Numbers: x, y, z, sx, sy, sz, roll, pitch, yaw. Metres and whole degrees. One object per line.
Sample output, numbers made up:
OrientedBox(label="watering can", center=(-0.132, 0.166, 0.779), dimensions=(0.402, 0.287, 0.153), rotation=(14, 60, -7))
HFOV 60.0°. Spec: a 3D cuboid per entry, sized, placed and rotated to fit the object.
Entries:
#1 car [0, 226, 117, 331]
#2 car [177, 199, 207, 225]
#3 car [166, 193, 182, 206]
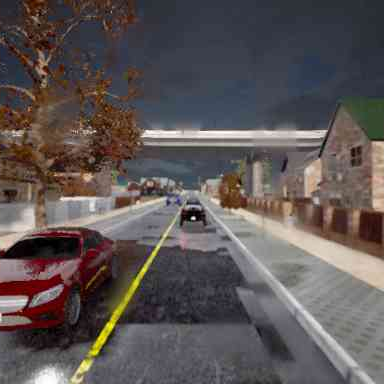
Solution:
OrientedBox(label="car", center=(-2.837, 1.513, 7.030), dimensions=(1.812, 1.442, 4.674), rotation=(0, 0, 0))
OrientedBox(label="car", center=(0.087, 1.479, 23.368), dimensions=(1.812, 1.442, 4.674), rotation=(0, 0, 0))
OrientedBox(label="car", center=(-2.775, 1.106, 51.118), dimensions=(2.150, 2.045, 5.566), rotation=(0, 0, 0))
